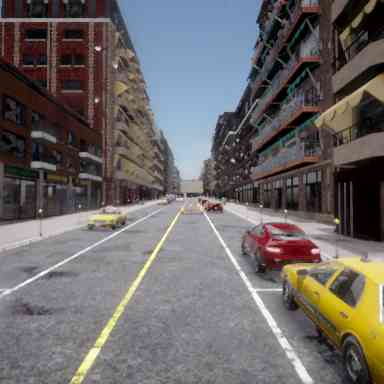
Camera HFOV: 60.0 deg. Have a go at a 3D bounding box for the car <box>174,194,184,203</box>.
[{"bbox_3d":[-2.751,1.664,75.993,1.812,1.442,4.674,0,0,0],"label":"car"}]

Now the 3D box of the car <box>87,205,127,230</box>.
[{"bbox_3d":[-5.294,1.545,21.177,1.752,1.417,4.829,2,0,0],"label":"car"}]

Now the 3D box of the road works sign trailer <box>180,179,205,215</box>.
[{"bbox_3d":[-0.021,0.496,34.542,2.380,3.560,2.880,-1,0,0],"label":"road works sign trailer"}]

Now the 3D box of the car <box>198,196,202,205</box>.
[{"bbox_3d":[2.584,1.666,59.991,1.887,1.381,4.507,1,0,0],"label":"car"}]

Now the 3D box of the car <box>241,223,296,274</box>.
[{"bbox_3d":[2.584,1.589,10.219,1.802,1.307,4.206,1,0,0],"label":"car"}]

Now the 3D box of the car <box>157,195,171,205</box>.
[{"bbox_3d":[-5.296,1.646,59.884,1.752,1.417,4.829,2,0,0],"label":"car"}]

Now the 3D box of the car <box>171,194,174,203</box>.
[{"bbox_3d":[-5.290,1.456,65.587,2.192,1.841,5.009,2,0,0],"label":"car"}]

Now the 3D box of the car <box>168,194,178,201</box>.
[{"bbox_3d":[-5.292,1.582,93.238,2.192,1.841,5.009,1,0,0],"label":"car"}]

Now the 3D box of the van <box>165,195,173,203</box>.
[{"bbox_3d":[-5.291,1.526,76.645,1.690,1.788,3.998,2,0,0],"label":"van"}]

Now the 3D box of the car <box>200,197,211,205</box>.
[{"bbox_3d":[2.583,1.692,65.523,2.008,1.369,4.403,1,0,0],"label":"car"}]

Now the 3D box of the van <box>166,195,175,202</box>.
[{"bbox_3d":[-5.292,1.552,82.177,1.690,1.788,3.998,1,0,0],"label":"van"}]

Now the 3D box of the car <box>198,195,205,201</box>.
[{"bbox_3d":[2.593,1.707,93.177,1.967,1.590,4.097,1,0,0],"label":"car"}]

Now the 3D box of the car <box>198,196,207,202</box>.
[{"bbox_3d":[2.583,1.755,82.115,1.887,1.381,4.507,1,0,0],"label":"car"}]

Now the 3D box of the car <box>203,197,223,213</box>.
[{"bbox_3d":[2.584,1.598,37.869,1.887,1.381,4.507,1,0,0],"label":"car"}]

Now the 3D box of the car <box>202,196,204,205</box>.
[{"bbox_3d":[2.585,1.593,43.571,1.752,1.417,4.829,1,0,0],"label":"car"}]

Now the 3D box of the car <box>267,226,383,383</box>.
[{"bbox_3d":[2.586,1.528,4.860,1.752,1.417,4.829,2,0,0],"label":"car"}]

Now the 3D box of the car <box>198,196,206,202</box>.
[{"bbox_3d":[2.583,1.783,87.645,1.887,1.381,4.507,1,0,0],"label":"car"}]
